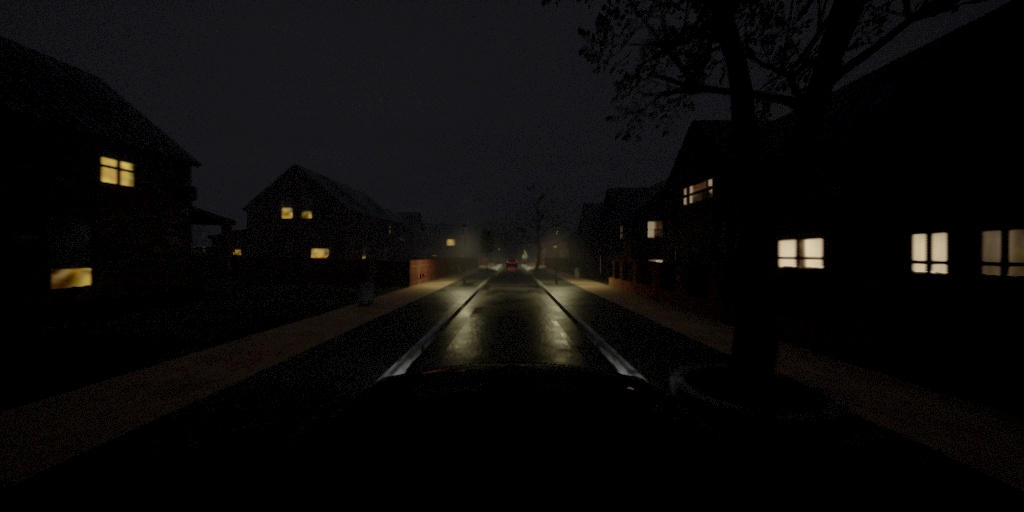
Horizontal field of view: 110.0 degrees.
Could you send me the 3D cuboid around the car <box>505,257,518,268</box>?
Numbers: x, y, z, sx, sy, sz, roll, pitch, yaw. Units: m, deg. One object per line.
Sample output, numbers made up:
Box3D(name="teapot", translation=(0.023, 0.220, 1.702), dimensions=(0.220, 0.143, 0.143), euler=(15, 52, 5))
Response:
Box3D(name="car", translation=(-0.020, 1.261, 58.863), dimensions=(1.837, 1.490, 4.892), euler=(0, 0, 0))
